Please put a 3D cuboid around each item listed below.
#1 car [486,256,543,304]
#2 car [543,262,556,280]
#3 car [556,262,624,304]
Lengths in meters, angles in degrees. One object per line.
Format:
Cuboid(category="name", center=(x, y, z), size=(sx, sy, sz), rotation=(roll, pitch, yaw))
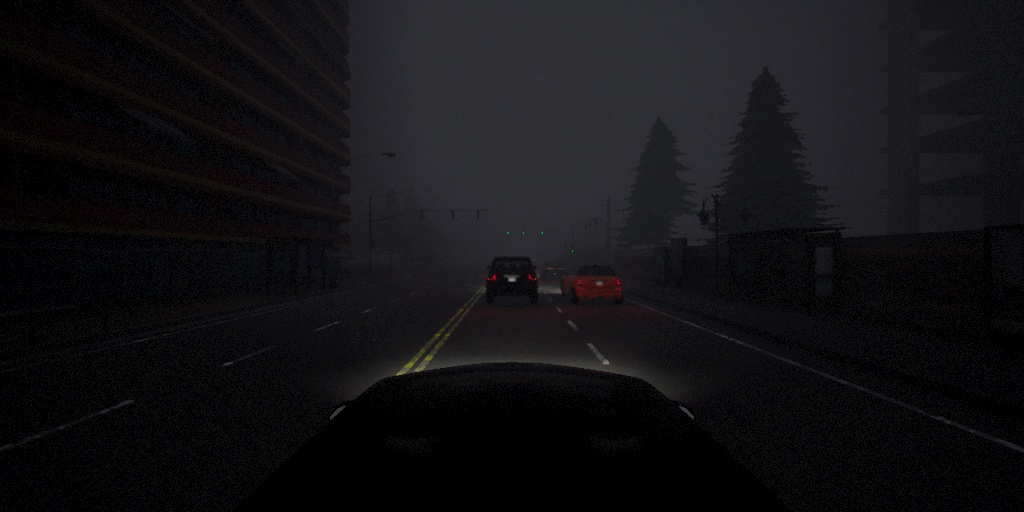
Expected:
Cuboid(category="car", center=(0.000, 1.007, 16.530), size=(2.150, 2.045, 5.566), rotation=(0, 0, 0))
Cuboid(category="car", center=(3.500, 1.244, 31.500), size=(2.128, 1.511, 4.902), rotation=(0, 0, 0))
Cuboid(category="car", center=(3.500, 1.115, 16.470), size=(2.097, 1.767, 4.553), rotation=(0, 0, 0))
